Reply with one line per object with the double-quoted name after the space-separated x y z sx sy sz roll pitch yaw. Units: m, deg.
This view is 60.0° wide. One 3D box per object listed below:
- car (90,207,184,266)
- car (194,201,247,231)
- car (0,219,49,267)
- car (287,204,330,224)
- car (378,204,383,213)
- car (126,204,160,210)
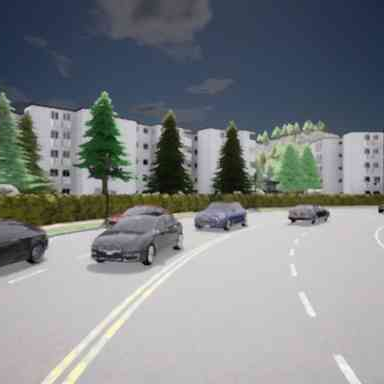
-1.708 1.518 11.890 1.837 1.490 4.892 0 0 16 "car"
1.907 1.392 21.158 2.097 1.767 4.553 0 0 28 "car"
-5.927 1.520 9.286 1.812 1.442 4.674 0 0 12 "car"
9.033 1.619 25.571 2.033 1.411 5.357 0 0 37 "car"
22.783 1.701 37.184 4.181 1.385 1.994 0 0 -28 "car"
-2.868 1.498 19.190 1.882 1.535 5.008 0 0 23 "car"
